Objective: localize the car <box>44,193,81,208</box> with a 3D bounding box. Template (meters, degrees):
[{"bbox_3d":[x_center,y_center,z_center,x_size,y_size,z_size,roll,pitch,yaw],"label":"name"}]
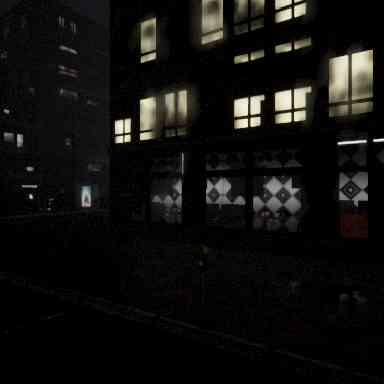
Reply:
[{"bbox_3d":[-15.654,0.883,39.974,2.097,1.767,4.553,0,1,35],"label":"car"}]

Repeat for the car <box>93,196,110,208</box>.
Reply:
[{"bbox_3d":[-9.815,1.072,38.199,1.947,1.339,4.313,1,2,35],"label":"car"}]

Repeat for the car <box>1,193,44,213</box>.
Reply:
[{"bbox_3d":[-16.164,1.029,29.096,2.192,1.841,5.009,1,2,35],"label":"car"}]

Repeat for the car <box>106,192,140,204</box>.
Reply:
[{"bbox_3d":[-9.913,0.847,48.185,1.837,1.490,4.892,0,1,35],"label":"car"}]

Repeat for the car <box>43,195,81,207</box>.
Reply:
[{"bbox_3d":[-16.722,1.074,42.944,1.802,1.307,4.206,1,2,35],"label":"car"}]
